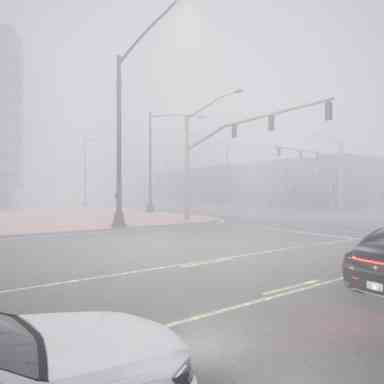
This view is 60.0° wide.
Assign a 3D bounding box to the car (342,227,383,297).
[{"bbox_3d":[5.376,1.503,7.574,4.892,1.490,1.837,0,0,-35],"label":"car"}]

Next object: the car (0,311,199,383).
[{"bbox_3d":[-2.103,1.526,2.248,4.674,1.442,1.812,0,0,-35],"label":"car"}]
